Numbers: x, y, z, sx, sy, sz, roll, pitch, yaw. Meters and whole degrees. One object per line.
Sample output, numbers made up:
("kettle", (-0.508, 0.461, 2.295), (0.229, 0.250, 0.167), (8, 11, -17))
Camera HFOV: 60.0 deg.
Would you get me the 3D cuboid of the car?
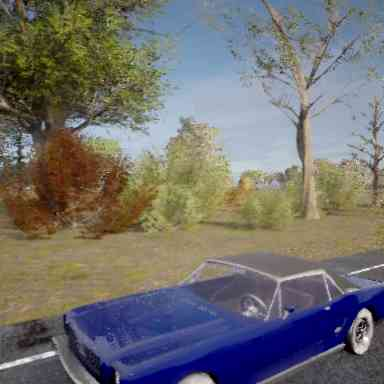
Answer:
("car", (0.727, 1.600, 4.512), (4.718, 1.301, 1.895), (0, 0, -36))
